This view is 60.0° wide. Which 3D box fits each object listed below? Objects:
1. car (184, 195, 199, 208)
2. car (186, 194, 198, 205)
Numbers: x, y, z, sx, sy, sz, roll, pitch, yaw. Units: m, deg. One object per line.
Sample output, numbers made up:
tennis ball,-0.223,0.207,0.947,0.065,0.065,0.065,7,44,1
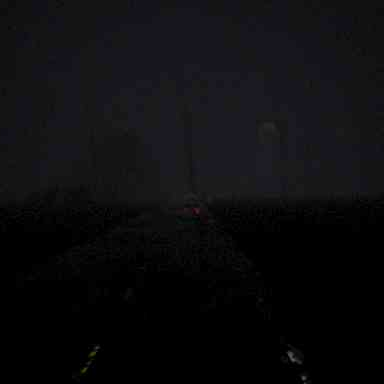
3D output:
car,-0.050,1.234,43.724,1.882,1.535,5.008,0,0,0
car,-0.062,1.184,54.147,1.882,1.535,5.008,0,0,0
